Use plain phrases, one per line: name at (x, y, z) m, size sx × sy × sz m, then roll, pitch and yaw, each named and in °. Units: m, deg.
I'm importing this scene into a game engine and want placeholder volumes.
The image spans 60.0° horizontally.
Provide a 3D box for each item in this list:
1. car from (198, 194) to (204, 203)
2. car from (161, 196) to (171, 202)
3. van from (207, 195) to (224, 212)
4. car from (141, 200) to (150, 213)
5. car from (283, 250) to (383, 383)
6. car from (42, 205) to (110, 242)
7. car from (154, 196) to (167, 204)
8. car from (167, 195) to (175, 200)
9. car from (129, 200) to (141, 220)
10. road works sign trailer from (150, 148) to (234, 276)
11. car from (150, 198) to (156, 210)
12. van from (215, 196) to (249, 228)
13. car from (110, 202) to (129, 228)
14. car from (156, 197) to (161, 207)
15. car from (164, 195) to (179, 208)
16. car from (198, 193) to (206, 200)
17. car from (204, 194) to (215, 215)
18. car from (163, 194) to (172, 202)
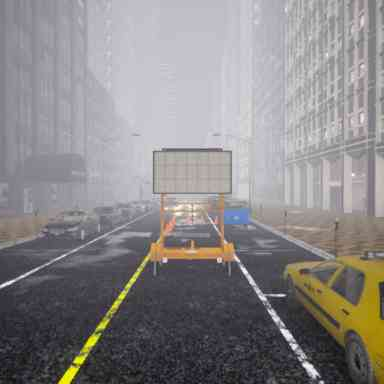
car at (2.654, 1.525, 61.679) m, size 2.008 × 1.369 × 4.403 m, roll -1°, pitch 0°, yaw 0°
car at (-5.731, 1.551, 73.042) m, size 1.802 × 1.307 × 4.206 m, roll -1°, pitch 0°, yaw 0°
van at (2.663, 1.325, 38.945) m, size 1.690 × 1.788 × 3.998 m, roll -1°, pitch 0°, yaw 0°
car at (-5.714, 1.537, 33.257) m, size 2.008 × 1.369 × 4.403 m, roll -1°, pitch 0°, yaw 0°
car at (2.680, 1.523, 5.013) m, size 1.752 × 1.417 × 4.829 m, roll -1°, pitch 0°, yaw 0°
car at (-5.705, 1.544, 16.206) m, size 2.008 × 1.369 × 4.403 m, roll -1°, pitch 0°, yaw 0°
car at (-5.726, 1.525, 61.675) m, size 2.008 × 1.369 × 4.403 m, roll -1°, pitch 0°, yaw 0°
car at (-5.739, 1.486, 89.924) m, size 1.752 × 1.417 × 4.829 m, roll -1°, pitch 0°, yaw 0°
car at (-5.710, 1.533, 27.574) m, size 1.887 × 1.381 × 4.507 m, roll -1°, pitch 0°, yaw 0°
road works sign trailer at (0.011, 0.460, 10.258) m, size 2.380 × 3.560 × 2.880 m, roll 0°, pitch 0°, yaw 0°
car at (-5.716, 1.566, 38.941) m, size 1.802 × 1.307 × 4.206 m, roll -1°, pitch 0°, yaw 0°
van at (2.671, 1.332, 21.894) m, size 1.690 × 1.788 × 3.998 m, roll -1°, pitch 0°, yaw 0°
car at (-5.708, 1.557, 21.890) m, size 1.947 × 1.339 × 4.313 m, roll -1°, pitch 0°, yaw 0°
car at (-5.721, 1.530, 50.308) m, size 2.008 × 1.369 × 4.403 m, roll -1°, pitch 0°, yaw 0°
car at (-3.022, 1.485, 48.610) m, size 1.837 × 1.490 × 4.892 m, roll 0°, pitch 0°, yaw 0°
car at (2.639, 1.276, 90.098) m, size 2.192 × 1.841 × 5.009 m, roll -1°, pitch 0°, yaw 0°
car at (2.665, 1.302, 33.261) m, size 2.192 × 1.841 × 5.009 m, roll -1°, pitch 0°, yaw 0°
car at (-5.735, 1.406, 78.726) m, size 1.967 × 1.590 × 4.097 m, roll -1°, pitch 0°, yaw 0°
